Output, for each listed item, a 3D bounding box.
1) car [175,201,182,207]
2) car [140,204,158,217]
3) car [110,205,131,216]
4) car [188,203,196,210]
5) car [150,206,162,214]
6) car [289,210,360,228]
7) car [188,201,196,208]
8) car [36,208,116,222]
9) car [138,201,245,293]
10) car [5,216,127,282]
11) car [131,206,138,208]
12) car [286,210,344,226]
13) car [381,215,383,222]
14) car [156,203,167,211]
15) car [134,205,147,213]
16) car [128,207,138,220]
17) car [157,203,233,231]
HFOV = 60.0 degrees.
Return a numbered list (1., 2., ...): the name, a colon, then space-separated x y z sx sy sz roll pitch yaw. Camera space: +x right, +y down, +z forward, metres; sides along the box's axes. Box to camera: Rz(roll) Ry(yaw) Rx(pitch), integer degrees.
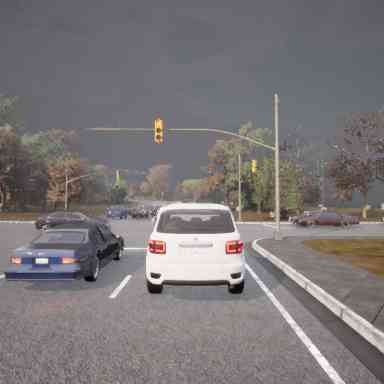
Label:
1. car: -3.567 3.105 87.467 1.882 1.535 5.008 0 0 -3
2. car: -7.073 3.015 55.349 2.150 2.045 5.566 0 -1 0
3. car: -10.594 2.815 47.182 2.150 2.045 5.566 0 -2 -2
4. car: 0.023 3.343 77.667 1.837 1.490 4.892 0 0 0
5. car: -7.020 3.490 65.271 1.895 1.301 4.718 0 0 1
6. car: 11.725 2.391 29.155 5.357 1.411 2.033 0 -3 -1
7. car: -0.091 3.299 87.819 1.837 1.490 4.892 0 0 -3
8. car: -7.956 2.044 22.376 4.892 1.490 1.837 0 -2 5
9. car: 0.086 1.321 9.202 2.150 2.045 5.566 0 -1 0
10. car: -3.414 1.665 10.057 2.033 1.411 5.357 0 -1 0
11. car: -10.560 3.377 57.475 2.033 1.411 5.357 0 -1 1
12. car: 12.006 2.493 32.670 4.902 1.511 2.128 0 -3 -1
13. car: 21.428 2.510 33.031 4.902 1.511 2.128 0 -3 -3
14. car: -6.977 3.391 75.968 2.033 1.411 5.357 0 0 0
15. car: -10.489 3.490 67.758 1.895 1.301 4.718 0 0 0
16. car: -7.073 3.150 45.821 1.895 1.301 4.718 0 -2 -1
17. car: 0.222 1.898 25.442 5.566 2.045 2.150 0 -2 2
